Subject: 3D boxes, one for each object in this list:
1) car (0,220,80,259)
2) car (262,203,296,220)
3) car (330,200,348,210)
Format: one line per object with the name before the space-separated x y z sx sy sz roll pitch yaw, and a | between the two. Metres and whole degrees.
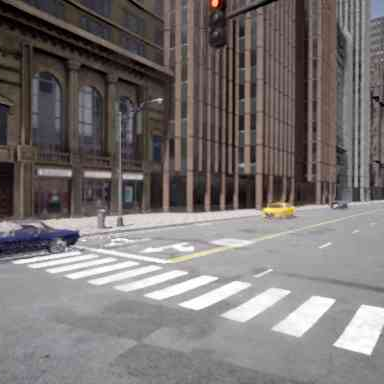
car | -6.526 1.698 11.855 1.895 1.301 4.718 0 0 36
car | 8.550 1.814 32.471 1.882 1.535 5.008 0 0 36
car | 23.317 2.029 52.666 2.128 1.511 4.902 0 0 36
